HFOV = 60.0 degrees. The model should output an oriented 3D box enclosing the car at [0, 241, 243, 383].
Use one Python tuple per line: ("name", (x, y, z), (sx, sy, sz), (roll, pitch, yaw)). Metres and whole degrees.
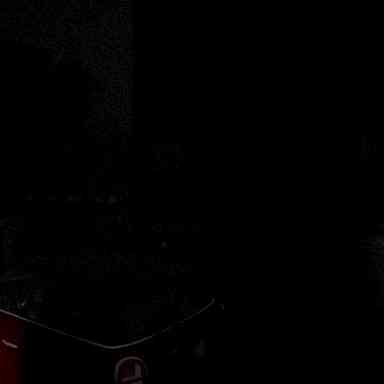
("car", (-1.555, 1.440, 4.053), (4.097, 1.590, 1.967), (0, 0, 35))
